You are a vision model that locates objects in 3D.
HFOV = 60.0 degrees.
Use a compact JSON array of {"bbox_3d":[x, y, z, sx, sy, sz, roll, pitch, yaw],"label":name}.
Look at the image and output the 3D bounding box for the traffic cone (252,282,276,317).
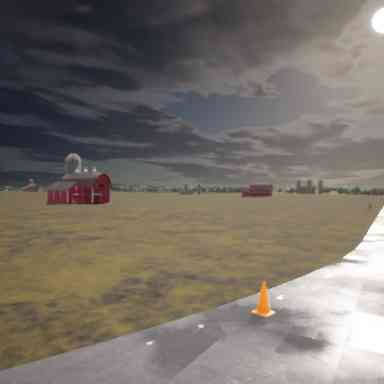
[{"bbox_3d":[1.380,2.011,6.360,0.340,0.580,0.340,1,0,-43],"label":"traffic cone"}]
